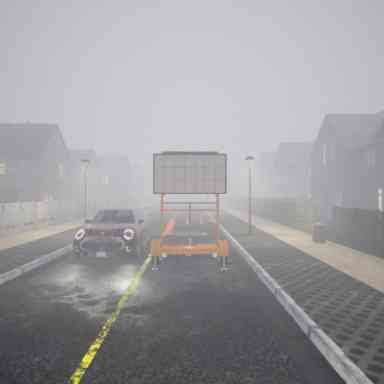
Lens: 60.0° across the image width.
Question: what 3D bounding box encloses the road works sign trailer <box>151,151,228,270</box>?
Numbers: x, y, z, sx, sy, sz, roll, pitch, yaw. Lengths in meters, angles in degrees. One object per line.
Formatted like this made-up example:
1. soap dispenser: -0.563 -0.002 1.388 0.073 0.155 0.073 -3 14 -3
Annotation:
1. road works sign trailer: -0.069 0.467 10.996 2.380 3.560 2.880 0 0 0

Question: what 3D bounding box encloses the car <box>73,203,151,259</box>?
1. car: -2.835 1.356 12.591 2.097 1.767 4.553 0 0 0
